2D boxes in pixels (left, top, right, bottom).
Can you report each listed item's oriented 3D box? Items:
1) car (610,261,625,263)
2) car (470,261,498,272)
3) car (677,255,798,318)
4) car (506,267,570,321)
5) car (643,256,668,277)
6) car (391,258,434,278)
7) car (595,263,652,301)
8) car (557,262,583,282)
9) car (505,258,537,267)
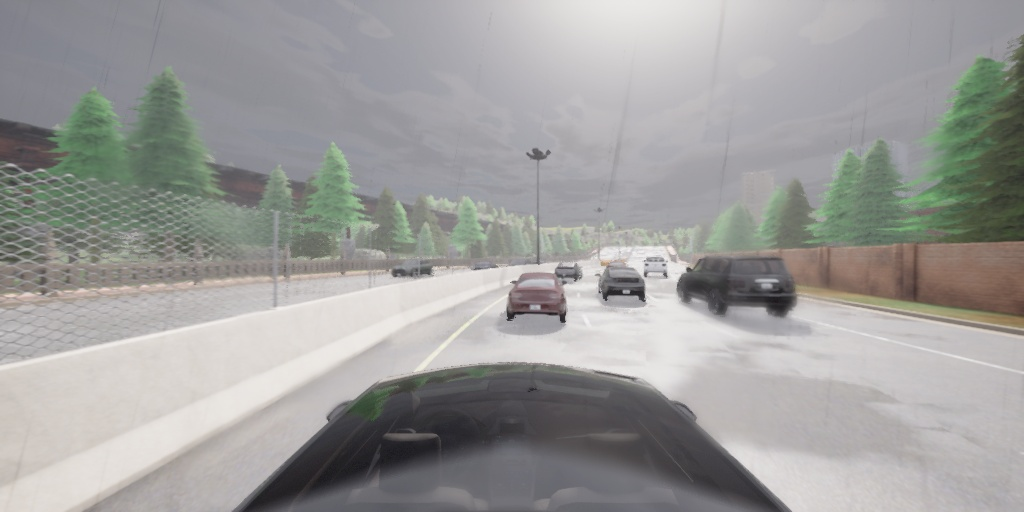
[{"bbox_3d":[10.327,1.250,35.135,1.882,1.535,5.008,0,0,20],"label":"car"},{"bbox_3d":[-3.078,1.273,39.904,1.994,1.385,4.181,0,0,21],"label":"car"},{"bbox_3d":[8.085,0.999,13.494,2.150,2.045,5.566,0,0,8],"label":"car"},{"bbox_3d":[0.911,1.272,12.335,1.812,1.442,4.674,0,0,7],"label":"car"},{"bbox_3d":[14.758,1.013,36.976,2.150,2.045,5.566,0,0,21],"label":"car"},{"bbox_3d":[-9.089,1.039,32.989,2.097,1.767,4.553,0,0,17],"label":"car"},{"bbox_3d":[5.265,1.267,17.589,1.837,1.490,4.892,0,0,10],"label":"car"},{"bbox_3d":[4.725,1.243,29.681,2.128,1.511,4.902,0,0,18],"label":"car"},{"bbox_3d":[0.826,1.077,40.316,2.097,1.767,4.553,0,0,21],"label":"car"}]
